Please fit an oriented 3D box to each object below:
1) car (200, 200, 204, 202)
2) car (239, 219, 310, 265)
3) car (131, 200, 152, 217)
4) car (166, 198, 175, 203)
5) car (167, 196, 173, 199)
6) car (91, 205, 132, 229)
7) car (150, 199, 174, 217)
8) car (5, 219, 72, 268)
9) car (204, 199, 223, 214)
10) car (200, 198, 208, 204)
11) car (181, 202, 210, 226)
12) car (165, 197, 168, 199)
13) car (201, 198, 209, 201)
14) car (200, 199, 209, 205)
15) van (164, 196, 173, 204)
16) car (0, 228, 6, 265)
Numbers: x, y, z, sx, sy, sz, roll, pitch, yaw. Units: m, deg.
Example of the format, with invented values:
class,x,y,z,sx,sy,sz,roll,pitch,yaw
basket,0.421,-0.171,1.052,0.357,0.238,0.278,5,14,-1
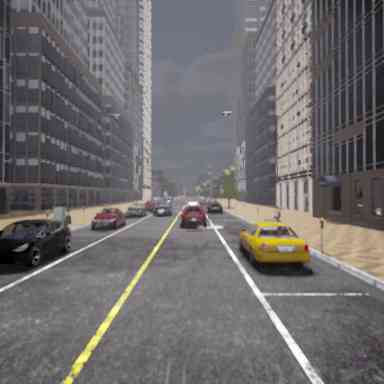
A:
class,x,y,z,sx,sy,sz,roll,pitch,yaw
car,0.143,1.926,42.058,1.895,1.301,4.718,0,0,0
car,2.705,1.621,11.881,1.752,1.417,4.829,0,0,0
car,-5.652,1.819,34.501,2.008,1.369,4.403,0,0,0
car,-5.598,2.203,85.730,1.947,1.339,4.313,0,0,0
car,-5.609,1.998,74.346,1.967,1.590,4.097,0,0,0
car,-5.663,1.764,23.115,1.802,1.307,4.206,0,0,0
car,-3.041,1.765,35.175,2.128,1.511,4.902,0,0,0
car,-5.676,1.660,11.733,1.947,1.339,4.313,0,0,0
car,2.735,1.877,40.171,1.947,1.339,4.313,0,0,0
car,2.777,2.124,80.184,1.752,1.417,4.829,0,0,0
car,0.128,1.722,24.897,1.812,1.442,4.674,0,-1,0
car,-5.628,2.018,57.269,1.802,1.307,4.206,0,0,0
car,2.760,1.918,62.939,1.967,1.590,4.097,0,0,0
car,2.771,2.140,74.322,1.802,1.307,4.206,0,0,0
van,-5.602,1.939,80.039,1.690,1.788,3.998,0,0,0
car,-5.681,1.600,6.040,2.008,1.369,4.403,0,0,0
